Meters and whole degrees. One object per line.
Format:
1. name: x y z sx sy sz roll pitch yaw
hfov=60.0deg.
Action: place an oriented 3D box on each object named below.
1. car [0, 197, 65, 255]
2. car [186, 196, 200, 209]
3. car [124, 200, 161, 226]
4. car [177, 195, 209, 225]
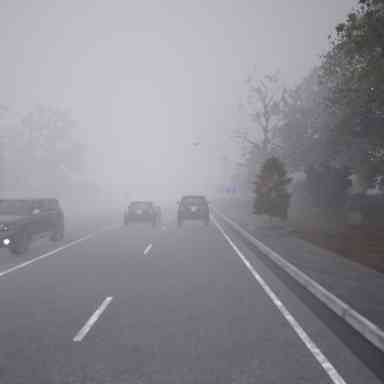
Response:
1. car: -7.103 1.245 13.662 2.150 2.045 5.566 0 0 0
2. car: 0.104 1.427 46.246 1.882 1.535 5.008 0 1 0
3. car: -3.402 1.374 23.655 2.097 1.767 4.553 0 0 0
4. car: 0.096 1.245 24.382 2.150 2.045 5.566 0 0 0
